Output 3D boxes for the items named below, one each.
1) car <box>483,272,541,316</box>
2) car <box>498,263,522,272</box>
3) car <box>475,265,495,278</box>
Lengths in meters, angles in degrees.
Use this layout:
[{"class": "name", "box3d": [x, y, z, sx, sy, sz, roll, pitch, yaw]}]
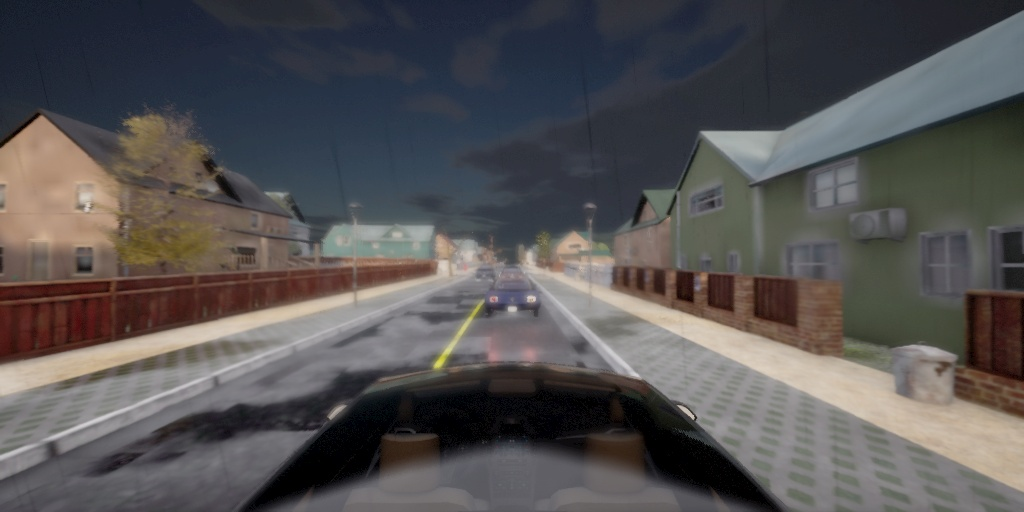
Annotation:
[{"class": "car", "box3d": [0.039, 1.445, 13.744, 1.895, 1.301, 4.718, 0, 0, 1]}, {"class": "car", "box3d": [0.022, 1.509, 27.203, 2.033, 1.411, 5.357, 0, -1, 1]}, {"class": "car", "box3d": [-2.779, 1.614, 38.350, 2.033, 1.411, 5.357, 0, -1, 1]}]
